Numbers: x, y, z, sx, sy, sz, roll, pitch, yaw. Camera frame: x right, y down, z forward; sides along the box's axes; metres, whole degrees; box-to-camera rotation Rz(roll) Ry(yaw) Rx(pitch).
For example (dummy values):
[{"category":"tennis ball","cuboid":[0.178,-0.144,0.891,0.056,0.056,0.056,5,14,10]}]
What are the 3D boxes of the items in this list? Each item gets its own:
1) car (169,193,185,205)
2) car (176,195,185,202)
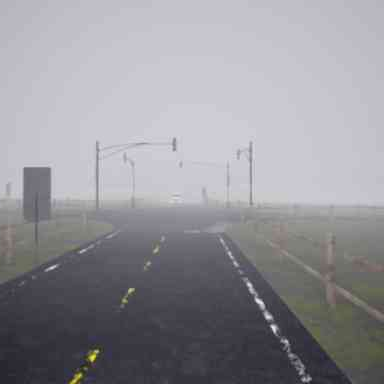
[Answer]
[{"category":"car","cuboid":[-2.729,1.233,58.316,2.150,2.045,5.566,0,2,0]},{"category":"car","cuboid":[-2.653,1.463,78.201,1.812,1.442,4.674,0,0,0]}]
